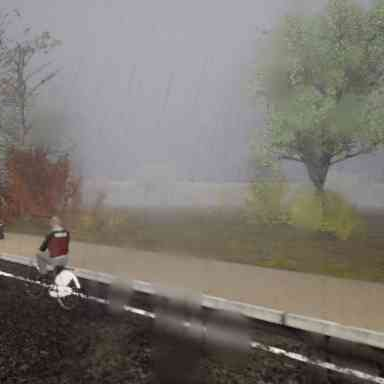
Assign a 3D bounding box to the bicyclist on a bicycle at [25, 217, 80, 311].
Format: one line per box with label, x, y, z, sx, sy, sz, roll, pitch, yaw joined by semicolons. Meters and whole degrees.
bicyclist on a bicycle;-2.827;1.367;6.609;1.843;1.776;0.659;0;0;35
